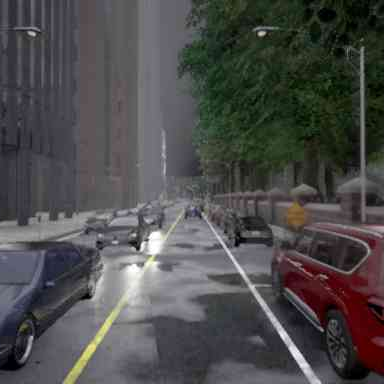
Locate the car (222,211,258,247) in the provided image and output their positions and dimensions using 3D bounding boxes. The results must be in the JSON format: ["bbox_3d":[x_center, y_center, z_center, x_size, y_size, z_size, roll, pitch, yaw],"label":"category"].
[{"bbox_3d":[2.768,1.853,16.479,1.947,1.339,4.313,0,-1,0],"label":"car"}]

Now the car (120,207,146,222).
[{"bbox_3d":[-5.752,2.156,32.842,1.802,1.307,4.206,0,-1,0],"label":"car"}]

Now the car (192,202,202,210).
[{"bbox_3d":[0.922,2.682,66.216,1.837,1.490,4.892,0,-1,0],"label":"car"}]

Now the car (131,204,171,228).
[{"bbox_3d":[-3.082,1.945,25.979,2.128,1.511,4.902,0,-1,0],"label":"car"}]

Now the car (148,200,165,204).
[{"bbox_3d":[-5.746,2.180,49.216,2.192,1.841,5.009,0,-1,0],"label":"car"}]

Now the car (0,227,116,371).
[{"bbox_3d":[-3.100,1.649,6.077,2.033,1.411,5.357,0,-1,0],"label":"car"}]

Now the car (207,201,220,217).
[{"bbox_3d":[2.774,2.018,32.848,1.967,1.590,4.097,0,-1,0],"label":"car"}]

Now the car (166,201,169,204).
[{"bbox_3d":[-5.742,2.606,60.124,1.887,1.381,4.507,0,-1,0],"label":"car"}]

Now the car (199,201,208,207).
[{"bbox_3d":[2.790,3.029,81.947,1.947,1.339,4.313,0,-1,0],"label":"car"}]

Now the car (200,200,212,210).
[{"bbox_3d":[2.785,2.480,65.584,2.192,1.841,5.009,0,-1,0],"label":"car"}]

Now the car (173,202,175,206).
[{"bbox_3d":[-5.737,2.911,76.492,2.008,1.369,4.403,0,-1,0],"label":"car"}]

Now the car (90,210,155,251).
[{"bbox_3d":[-3.081,1.797,15.713,1.812,1.442,4.674,0,-1,0],"label":"car"}]

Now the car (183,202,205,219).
[{"bbox_3d":[0.112,2.157,35.920,1.812,1.442,4.674,0,-1,0],"label":"car"}]

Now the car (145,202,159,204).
[{"bbox_3d":[-5.748,2.350,43.755,1.802,1.307,4.206,0,-1,0],"label":"car"}]

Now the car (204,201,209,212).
[{"bbox_3d":[2.776,2.114,38.304,1.967,1.590,4.097,0,-1,0],"label":"car"}]

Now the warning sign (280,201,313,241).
[{"bbox_3d":[5.073,1.399,16.229,1.300,1.860,1.060,0,-1,0],"label":"warning sign"}]

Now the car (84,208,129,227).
[{"bbox_3d":[-5.755,1.932,21.930,2.008,1.369,4.403,0,-1,0],"label":"car"}]

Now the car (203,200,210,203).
[{"bbox_3d":[2.781,2.495,54.839,1.752,1.417,4.829,0,-1,0],"label":"car"}]

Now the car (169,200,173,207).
[{"bbox_3d":[-5.739,2.701,71.038,1.967,1.590,4.097,0,-1,0],"label":"car"}]

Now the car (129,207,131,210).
[{"bbox_3d":[-5.754,2.060,27.386,1.802,1.307,4.206,0,-1,0],"label":"car"}]

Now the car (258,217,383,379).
[{"bbox_3d":[2.764,1.410,5.573,2.192,1.841,5.009,0,-1,0],"label":"car"}]

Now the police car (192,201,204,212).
[{"bbox_3d":[0.919,2.421,56.329,1.930,1.638,5.238,0,-1,0],"label":"police car"}]

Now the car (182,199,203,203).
[{"bbox_3d":[0.108,2.180,46.926,2.097,1.767,4.553,0,-1,0],"label":"car"}]

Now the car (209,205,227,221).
[{"bbox_3d":[2.772,2.032,27.391,2.008,1.369,4.403,0,-1,0],"label":"car"}]

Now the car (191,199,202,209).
[{"bbox_3d":[0.925,2.510,72.250,2.150,2.045,5.566,0,-1,0],"label":"car"}]

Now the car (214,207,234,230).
[{"bbox_3d":[2.770,1.935,21.935,2.008,1.369,4.403,0,-1,0],"label":"car"}]
